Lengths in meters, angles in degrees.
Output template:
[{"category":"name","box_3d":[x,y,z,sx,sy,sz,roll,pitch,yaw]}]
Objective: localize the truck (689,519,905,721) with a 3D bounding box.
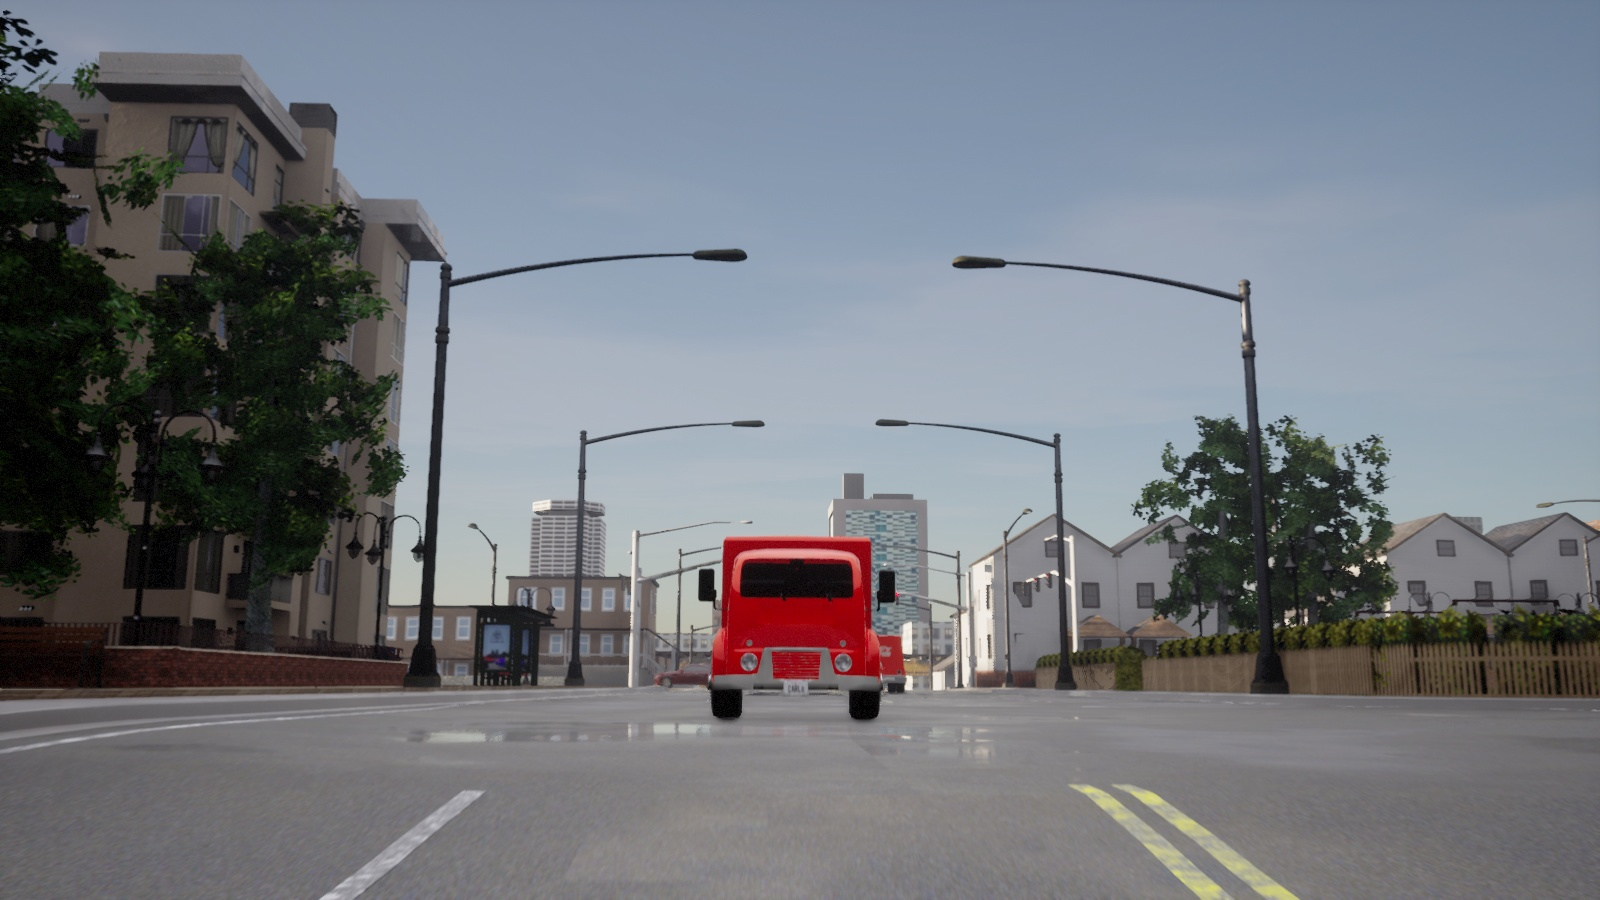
[{"category":"truck","box_3d":[-0.038,2.519,18.015,2.627,2.467,5.204,0,-10,0]}]

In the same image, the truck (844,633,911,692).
[{"category":"truck","box_3d":[3.389,9.549,56.188,2.627,2.467,5.204,0,-11,0]}]

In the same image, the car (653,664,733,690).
[{"category":"car","box_3d":[-6.425,13.665,75.612,4.674,1.442,1.812,0,-10,-1]}]
